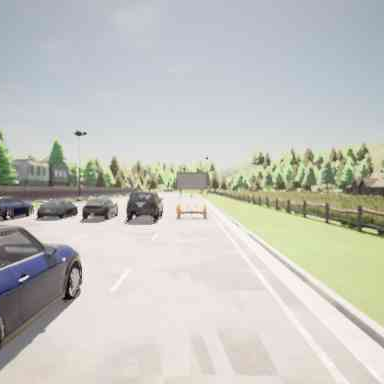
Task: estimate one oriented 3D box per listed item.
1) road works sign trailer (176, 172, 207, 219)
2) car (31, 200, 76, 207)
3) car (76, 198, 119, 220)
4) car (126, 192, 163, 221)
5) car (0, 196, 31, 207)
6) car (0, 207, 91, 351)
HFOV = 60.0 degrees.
[{"bbox_3d":[-0.005,0.212,25.810,2.380,3.560,2.880,0,1,0],"label":"road works sign trailer"},{"bbox_3d":[-10.406,1.309,26.065,1.994,1.385,4.181,0,1,0],"label":"car"},{"bbox_3d":[-6.904,1.256,25.415,1.837,1.490,4.892,0,1,0],"label":"car"},{"bbox_3d":[-3.405,0.980,24.629,2.150,2.045,5.566,0,1,0],"label":"car"},{"bbox_3d":[-13.906,1.106,25.089,2.097,1.767,4.553,0,1,0],"label":"car"},{"bbox_3d":[-3.400,1.299,5.301,2.097,1.767,4.553,0,1,0],"label":"car"}]
